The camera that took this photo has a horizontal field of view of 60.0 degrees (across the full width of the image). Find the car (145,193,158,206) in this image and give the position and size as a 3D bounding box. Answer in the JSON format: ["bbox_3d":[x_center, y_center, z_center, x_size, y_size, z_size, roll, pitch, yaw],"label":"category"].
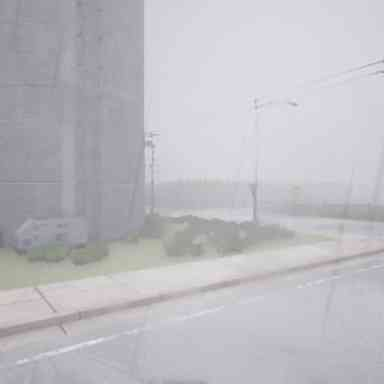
[{"bbox_3d":[-7.108,1.187,49.857,2.150,2.045,5.566,0,0,-34],"label":"car"}]
